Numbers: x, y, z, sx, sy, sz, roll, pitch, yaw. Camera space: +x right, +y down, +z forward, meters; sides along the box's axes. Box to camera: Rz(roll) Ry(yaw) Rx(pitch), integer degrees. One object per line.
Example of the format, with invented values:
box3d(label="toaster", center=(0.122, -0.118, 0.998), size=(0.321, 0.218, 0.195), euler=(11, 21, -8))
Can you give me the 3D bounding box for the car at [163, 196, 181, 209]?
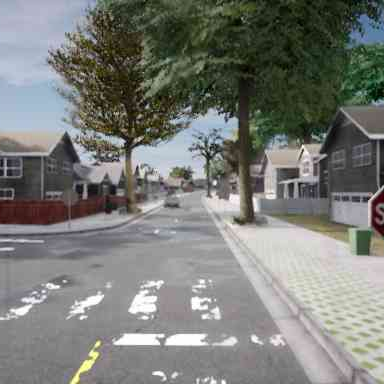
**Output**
box3d(label="car", center=(-2.405, 1.259, 40.824), size=(1.837, 1.490, 4.892), euler=(0, 1, 0))
